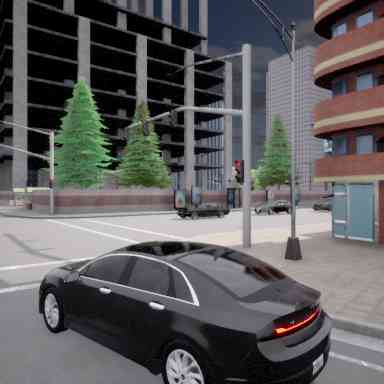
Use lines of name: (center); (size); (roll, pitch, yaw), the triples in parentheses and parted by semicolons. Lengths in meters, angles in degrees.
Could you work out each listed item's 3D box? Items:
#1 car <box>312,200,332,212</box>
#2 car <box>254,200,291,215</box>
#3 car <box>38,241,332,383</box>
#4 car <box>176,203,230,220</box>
car: (16.646, 1.407, 40.273); (4.553, 1.767, 2.097); (0, 0, -35)
car: (8.563, 1.547, 34.501); (4.902, 1.511, 2.128); (0, 0, -36)
car: (-0.534, 1.505, 5.001); (4.892, 1.490, 1.837); (0, 0, 41)
car: (0.983, 1.656, 29.065); (4.718, 1.301, 1.895); (0, 0, -36)
